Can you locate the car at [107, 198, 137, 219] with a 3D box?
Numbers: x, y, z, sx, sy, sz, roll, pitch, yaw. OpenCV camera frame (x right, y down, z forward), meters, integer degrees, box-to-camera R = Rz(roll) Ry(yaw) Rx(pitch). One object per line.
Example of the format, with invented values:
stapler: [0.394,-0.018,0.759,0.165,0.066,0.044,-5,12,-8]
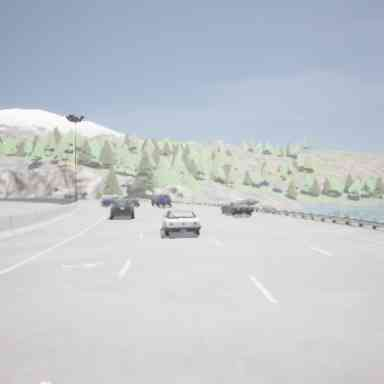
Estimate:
car: [-6.467,1.489,30.875,2.097,1.767,4.553,-1,0,-12]

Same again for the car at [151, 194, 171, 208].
car: [-4.954,1.386,53.018,2.150,2.045,5.566,0,0,-21]

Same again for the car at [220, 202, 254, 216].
car: [4.248,1.618,32.373,1.895,1.301,4.718,-1,0,-12]

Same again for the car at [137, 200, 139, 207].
car: [-10.460,1.728,57.255,2.128,1.511,4.902,0,0,-22]

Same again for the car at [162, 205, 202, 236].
car: [-0.728,1.648,18.978,1.895,1.301,4.718,-1,0,-8]

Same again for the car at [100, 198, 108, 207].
car: [-15.054,1.770,59.108,1.882,1.535,5.008,0,0,-23]
